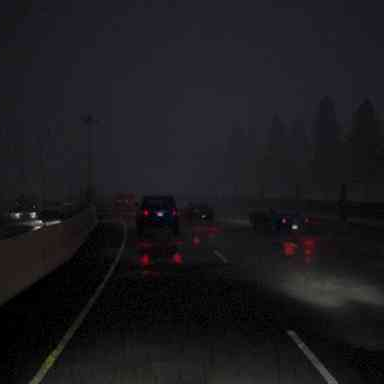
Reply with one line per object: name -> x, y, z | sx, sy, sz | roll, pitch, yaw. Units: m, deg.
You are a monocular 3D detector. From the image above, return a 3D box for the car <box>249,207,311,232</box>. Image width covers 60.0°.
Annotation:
car -> 4.979, 1.549, 19.607 | 1.895, 1.301, 4.718 | 0, 0, -11

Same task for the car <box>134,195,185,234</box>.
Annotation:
car -> -2.062, 1.190, 19.076 | 2.150, 2.045, 5.566 | 0, 0, -11

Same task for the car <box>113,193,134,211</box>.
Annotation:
car -> -8.284, 1.163, 40.340 | 2.150, 2.045, 5.566 | 0, 0, -19

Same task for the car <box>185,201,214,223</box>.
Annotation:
car -> 0.215, 1.442, 24.758 | 2.128, 1.511, 4.902 | 0, 0, -13
